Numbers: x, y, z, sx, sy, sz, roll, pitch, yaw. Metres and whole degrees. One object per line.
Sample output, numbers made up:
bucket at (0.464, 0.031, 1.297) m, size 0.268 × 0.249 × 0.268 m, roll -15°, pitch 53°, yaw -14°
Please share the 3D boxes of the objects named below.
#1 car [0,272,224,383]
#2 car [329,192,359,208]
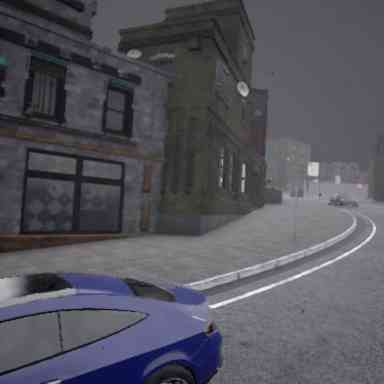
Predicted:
car at (-1.780, 1.555, 2.876) m, size 4.674 × 1.442 × 1.812 m, roll 0°, pitch 0°, yaw -37°
car at (18.035, 0.857, 39.598) m, size 2.097 × 1.767 × 4.553 m, roll 3°, pitch 2°, yaw 4°
